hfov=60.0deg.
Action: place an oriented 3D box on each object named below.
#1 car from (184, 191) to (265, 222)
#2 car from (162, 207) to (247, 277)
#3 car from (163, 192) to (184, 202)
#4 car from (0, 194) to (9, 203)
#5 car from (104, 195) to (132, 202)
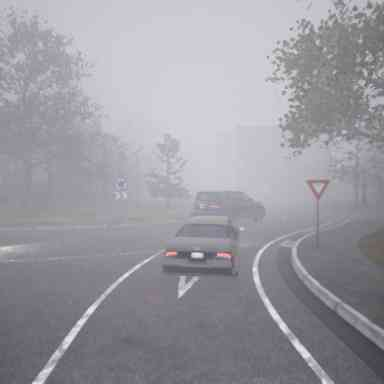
[{"bbox_3d":[2.379,0.929,20.793,2.150,2.045,5.566,1,2,44],"label":"car"},{"bbox_3d":[0.526,1.428,9.938,2.033,1.411,5.357,0,1,9],"label":"car"},{"bbox_3d":[-2.252,0.776,53.419,5.357,1.411,2.033,1,1,42],"label":"car"},{"bbox_3d":[-26.266,0.783,42.567,1.882,1.535,5.008,0,0,36],"label":"car"},{"bbox_3d":[-11.407,0.884,51.016,4.181,1.385,1.994,0,1,0],"label":"car"}]
